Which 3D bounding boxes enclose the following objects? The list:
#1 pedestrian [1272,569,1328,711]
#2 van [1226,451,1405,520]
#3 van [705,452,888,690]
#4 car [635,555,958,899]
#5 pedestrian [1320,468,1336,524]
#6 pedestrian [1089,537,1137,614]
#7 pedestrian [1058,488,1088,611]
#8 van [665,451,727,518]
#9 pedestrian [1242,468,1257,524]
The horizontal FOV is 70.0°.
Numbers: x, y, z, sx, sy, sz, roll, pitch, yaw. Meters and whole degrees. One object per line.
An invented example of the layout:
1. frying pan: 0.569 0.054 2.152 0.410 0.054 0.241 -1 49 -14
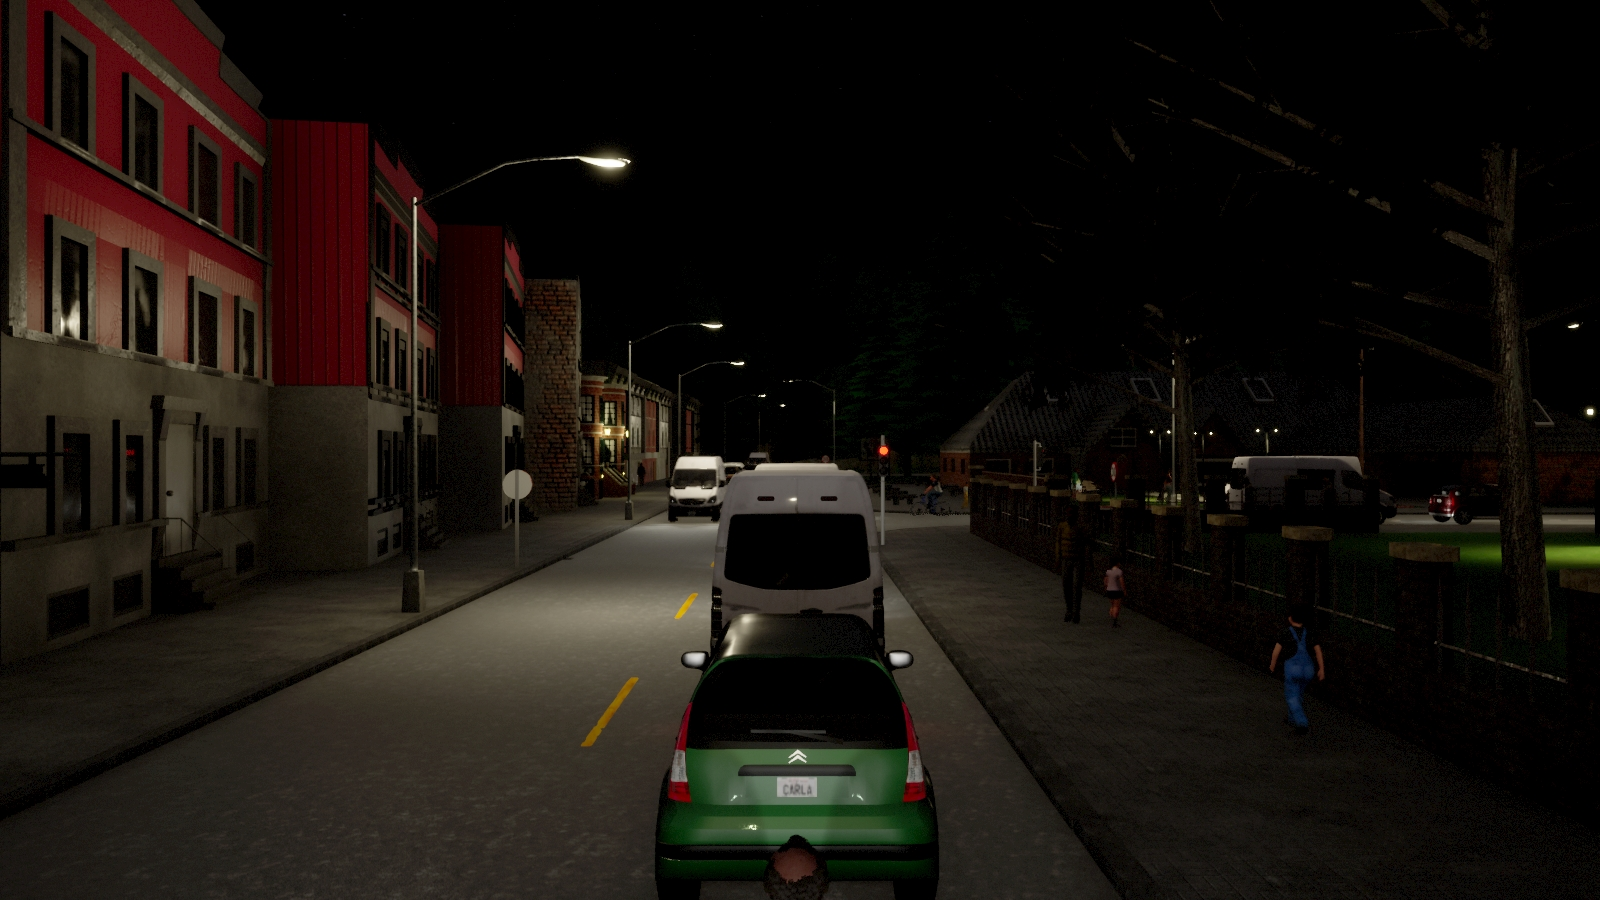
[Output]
1. pedestrian: 4.783 1.805 10.941 0.375 1.300 0.375 0 0 0
2. van: 19.552 1.314 43.543 5.915 2.561 1.988 0 0 1
3. van: -0.048 1.314 15.312 1.988 2.561 5.915 0 0 0
4. car: -0.023 1.779 8.527 1.851 1.617 3.988 0 0 0
5. pedestrian: 17.604 1.525 38.112 0.375 1.860 0.375 0 0 2
6. pedestrian: 4.770 1.904 17.405 0.500 1.100 0.500 0 0 -34
7. pedestrian: 4.240 1.525 17.724 0.375 1.860 0.375 0 0 26
8. van: -4.118 1.314 46.308 1.988 2.561 5.915 0 0 0
9. pedestrian: 15.027 1.525 38.215 0.375 1.860 0.375 0 0 4
